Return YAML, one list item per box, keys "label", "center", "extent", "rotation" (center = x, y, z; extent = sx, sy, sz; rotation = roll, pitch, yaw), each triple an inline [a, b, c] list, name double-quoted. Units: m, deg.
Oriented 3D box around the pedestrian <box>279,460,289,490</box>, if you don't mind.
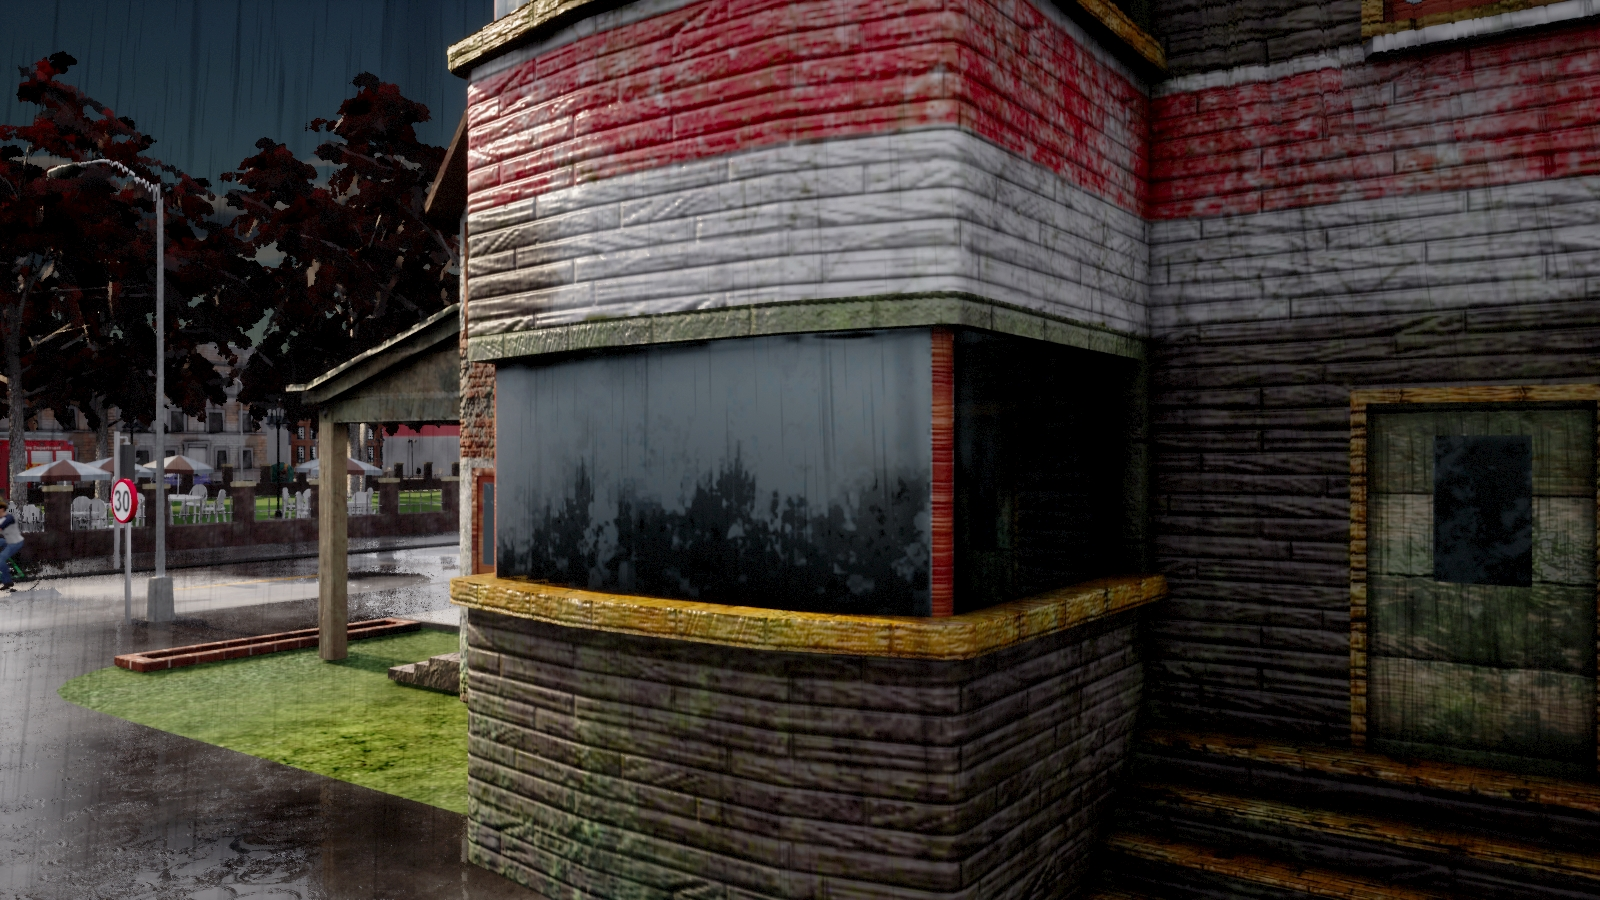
- label: "pedestrian"
  center: [-31.601, 1.524, 69.971]
  extent: [0.375, 1.860, 0.375]
  rotation: [0, 0, 38]
